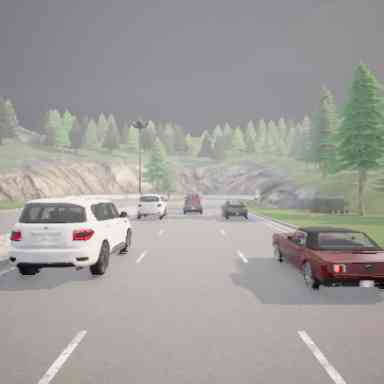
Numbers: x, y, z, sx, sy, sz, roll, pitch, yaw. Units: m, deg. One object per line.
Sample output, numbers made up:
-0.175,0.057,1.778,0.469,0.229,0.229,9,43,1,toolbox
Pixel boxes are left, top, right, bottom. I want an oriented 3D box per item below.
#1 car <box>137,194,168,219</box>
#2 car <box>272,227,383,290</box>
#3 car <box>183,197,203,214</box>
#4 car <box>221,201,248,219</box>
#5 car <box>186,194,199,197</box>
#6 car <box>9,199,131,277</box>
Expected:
-3.400,1.224,29.004,2.150,2.045,5.566,0,0,0,car
3.600,1.601,9.055,1.895,1.301,4.718,0,0,0,car
0.099,1.564,35.049,1.994,1.385,4.181,0,0,0,car
3.600,1.493,28.723,2.128,1.511,4.902,0,0,0,car
0.092,1.221,44.510,2.150,2.045,5.566,0,0,0,car
-3.399,1.217,10.417,2.150,2.045,5.566,0,-1,0,car
